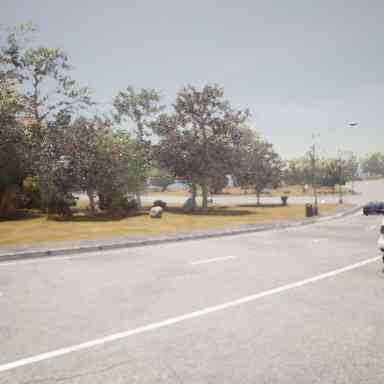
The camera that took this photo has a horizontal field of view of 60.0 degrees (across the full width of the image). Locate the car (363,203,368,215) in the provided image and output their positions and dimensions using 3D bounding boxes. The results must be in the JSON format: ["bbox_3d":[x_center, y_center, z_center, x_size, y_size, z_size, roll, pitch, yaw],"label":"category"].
[{"bbox_3d":[17.559,1.415,31.488,1.895,1.301,4.718,-1,1,38],"label":"car"}]

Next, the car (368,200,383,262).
[{"bbox_3d":[7.760,1.223,10.344,5.566,2.045,2.150,0,-1,-42],"label":"car"}]
